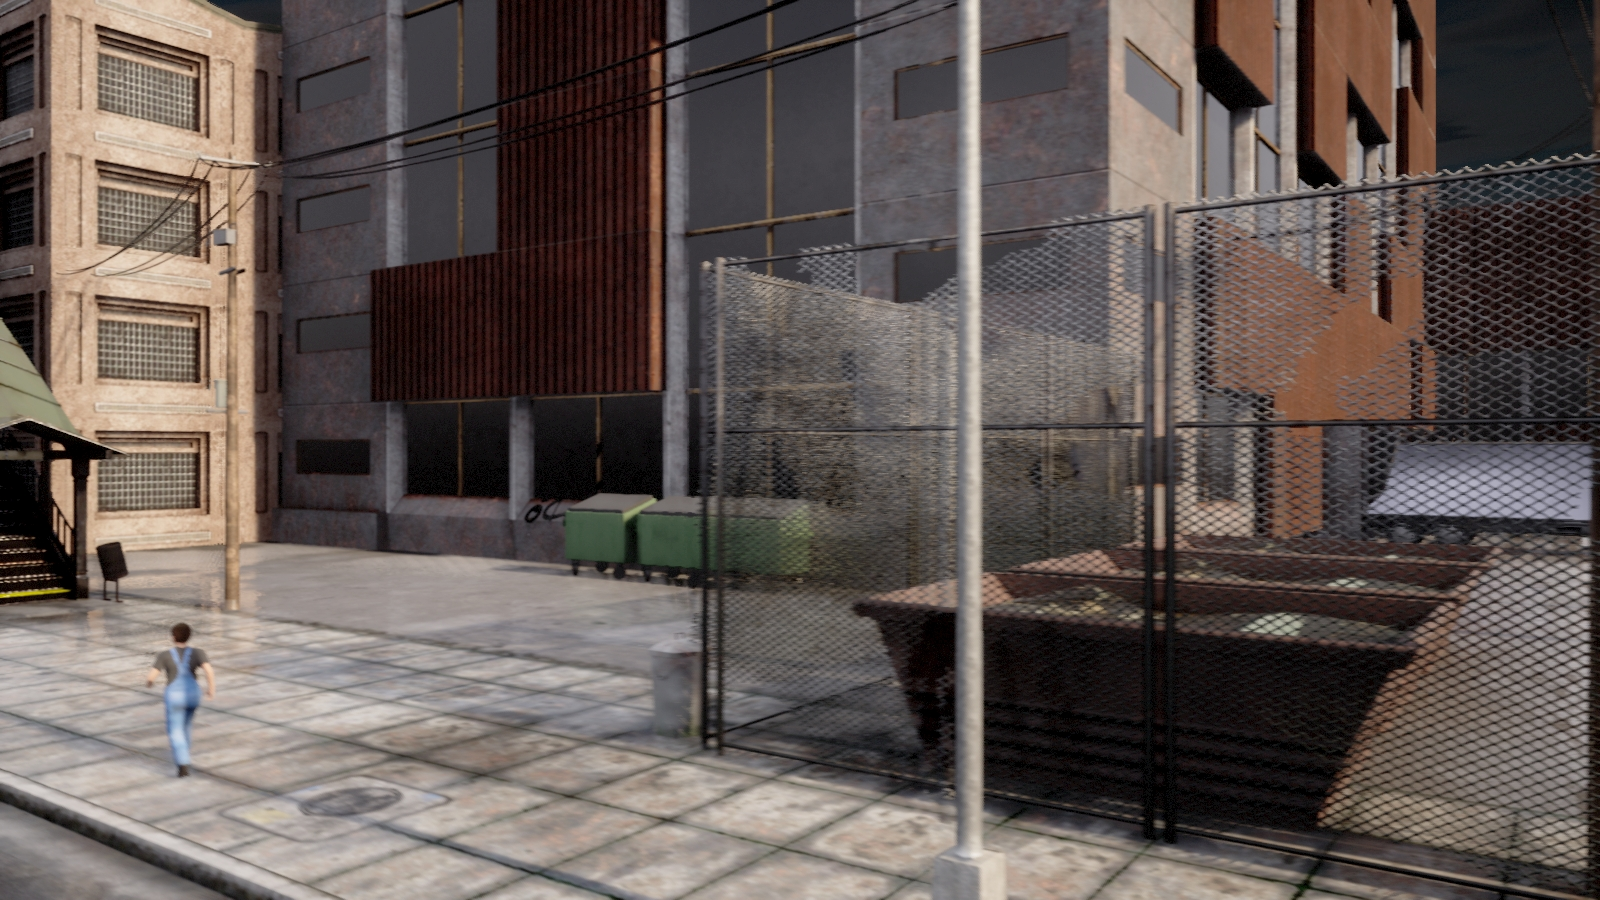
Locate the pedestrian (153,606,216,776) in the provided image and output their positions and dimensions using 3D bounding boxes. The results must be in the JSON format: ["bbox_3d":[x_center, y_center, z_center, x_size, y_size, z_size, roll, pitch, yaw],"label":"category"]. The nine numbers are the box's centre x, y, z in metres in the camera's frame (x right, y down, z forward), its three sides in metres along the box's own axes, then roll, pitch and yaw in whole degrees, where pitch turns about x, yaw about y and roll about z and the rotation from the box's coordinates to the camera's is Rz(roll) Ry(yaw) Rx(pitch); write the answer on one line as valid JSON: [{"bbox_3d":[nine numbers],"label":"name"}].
[{"bbox_3d":[-5.097,1.976,9.461,0.375,1.300,0.375,0,0,-44],"label":"pedestrian"}]
